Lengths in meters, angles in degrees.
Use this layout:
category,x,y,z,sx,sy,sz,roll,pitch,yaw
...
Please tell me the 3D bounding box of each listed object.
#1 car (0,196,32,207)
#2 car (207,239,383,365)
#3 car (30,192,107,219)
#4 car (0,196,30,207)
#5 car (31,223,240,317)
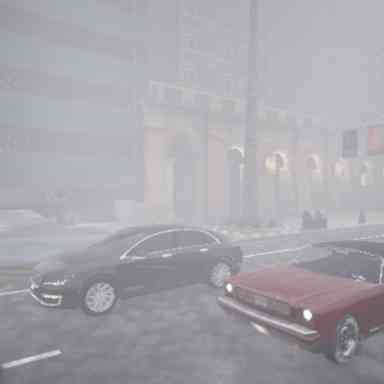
category,x,y,z,sx,sy,sz,roll,pitch,yaw
car,-27.620,1.434,51.623,4.786,1.482,2.161,0,0,-35
car,2.756,1.609,5.956,4.718,1.301,1.895,0,0,-35
car,-9.846,1.044,27.329,5.566,2.045,2.435,0,0,-35
car,-21.240,1.481,41.926,4.718,1.301,1.895,0,0,-35
car,-0.976,1.511,7.593,4.892,1.490,1.837,0,0,-35
